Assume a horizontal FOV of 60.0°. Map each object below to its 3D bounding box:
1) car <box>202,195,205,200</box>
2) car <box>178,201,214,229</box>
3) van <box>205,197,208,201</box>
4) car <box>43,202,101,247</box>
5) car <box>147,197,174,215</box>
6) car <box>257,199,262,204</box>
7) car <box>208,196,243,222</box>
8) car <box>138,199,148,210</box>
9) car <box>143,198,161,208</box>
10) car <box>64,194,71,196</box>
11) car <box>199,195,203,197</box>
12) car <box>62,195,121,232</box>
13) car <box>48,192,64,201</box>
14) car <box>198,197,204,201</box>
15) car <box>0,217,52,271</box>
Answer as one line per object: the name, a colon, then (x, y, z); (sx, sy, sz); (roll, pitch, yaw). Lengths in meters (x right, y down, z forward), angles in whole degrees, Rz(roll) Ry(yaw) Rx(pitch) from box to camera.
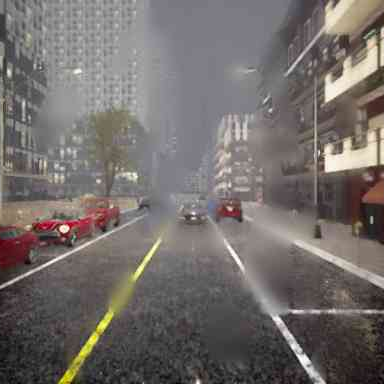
car: (2.689, 1.430, 42.413); (1.967, 1.590, 4.097); (0, 0, 0)
car: (0.091, 1.540, 21.301); (2.033, 1.411, 5.357); (0, 0, 0)
van: (2.689, 1.331, 36.863); (1.690, 1.788, 3.998); (0, 0, 0)
car: (-5.692, 1.435, 14.658); (1.967, 1.590, 4.097); (0, 0, 0)
car: (-3.092, 1.516, 33.694); (1.812, 1.442, 4.674); (0, 0, 0)
car: (16.030, 1.749, 71.111); (4.097, 1.590, 1.967); (1, -1, -1)
car: (2.688, 1.307, 25.760); (2.192, 1.841, 5.009); (0, 0, 0)
car: (-5.691, 1.556, 42.413); (1.947, 1.339, 4.313); (0, 0, 0)
car: (-5.691, 1.556, 47.659); (1.947, 1.339, 4.313); (0, 0, 0)
car: (-27.474, 1.058, 70.619); (4.313, 1.339, 1.947); (1, -1, -1)
car: (2.691, 1.561, 87.304); (1.947, 1.339, 4.313); (0, 0, 0)
car: (-5.692, 1.308, 20.209); (2.192, 1.841, 5.009); (0, 0, 0)
car: (-27.367, 0.834, 62.243); (5.009, 1.841, 2.192); (1, -1, -1)
car: (0.084, 1.591, 36.744); (1.895, 1.301, 4.718); (0, 0, 0)
car: (-5.692, 1.579, 9.107); (1.802, 1.307, 4.206); (0, 0, 0)
